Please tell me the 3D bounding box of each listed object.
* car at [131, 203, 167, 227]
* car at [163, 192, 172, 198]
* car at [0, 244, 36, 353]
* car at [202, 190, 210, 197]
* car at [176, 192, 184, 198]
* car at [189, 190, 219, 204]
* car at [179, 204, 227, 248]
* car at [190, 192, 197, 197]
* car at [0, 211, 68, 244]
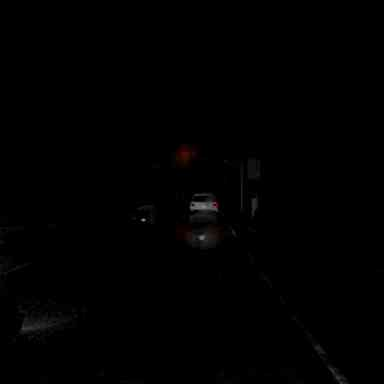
[{"bbox_3d":[-2.737,1.425,21.631,1.812,1.442,4.674,0,0,2],"label":"car"},{"bbox_3d":[-6.705,0.734,90.677,1.812,1.442,4.674,0,1,3],"label":"car"},{"bbox_3d":[-3.356,1.539,2.332,2.033,1.411,5.357,0,0,1],"label":"car"},{"bbox_3d":[3.967,0.473,94.436,2.097,1.767,4.553,0,1,2],"label":"car"},{"bbox_3d":[-3.205,0.689,90.621,1.882,1.535,5.008,0,1,3],"label":"car"},{"bbox_3d":[0.960,1.092,26.091,2.150,2.045,5.566,0,1,3],"label":"car"},{"bbox_3d":[0.475,1.474,14.349,1.812,1.442,4.674,0,0,2],"label":"car"},{"bbox_3d":[0.457,0.654,94.278,2.033,1.411,5.357,0,1,2],"label":"car"},{"bbox_3d":[-6.791,1.494,13.209,2.033,1.411,5.357,0,0,2],"label":"car"}]
